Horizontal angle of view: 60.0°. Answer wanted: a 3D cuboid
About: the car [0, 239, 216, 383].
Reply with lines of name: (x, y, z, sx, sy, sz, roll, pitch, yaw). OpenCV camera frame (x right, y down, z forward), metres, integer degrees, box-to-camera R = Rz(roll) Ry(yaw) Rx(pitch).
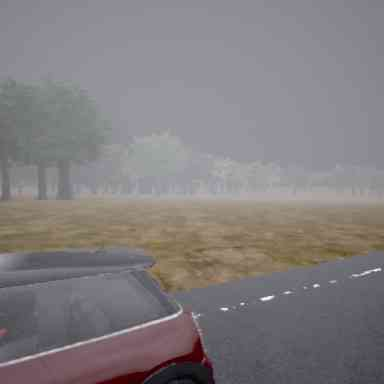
car: (-2.059, 1.351, 2.528, 4.553, 1.767, 2.097, 1, 0, -36)
